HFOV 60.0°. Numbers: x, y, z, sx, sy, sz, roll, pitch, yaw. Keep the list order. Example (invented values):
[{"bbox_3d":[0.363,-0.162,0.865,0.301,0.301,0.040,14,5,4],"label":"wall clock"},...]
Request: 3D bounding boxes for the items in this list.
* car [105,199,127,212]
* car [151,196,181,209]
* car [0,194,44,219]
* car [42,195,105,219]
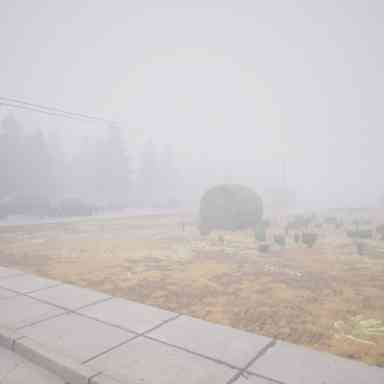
[{"bbox_3d":[-9.526,1.552,37.740,1.812,1.442,4.674,0,0,37],"label":"car"},{"bbox_3d":[-3.559,1.379,45.816,2.097,1.767,4.553,0,0,37],"label":"car"},{"bbox_3d":[-15.476,1.248,29.693,2.150,2.045,5.566,0,0,36],"label":"car"},{"bbox_3d":[-10.614,1.379,30.029,2.097,1.767,4.553,0,0,36],"label":"car"}]
